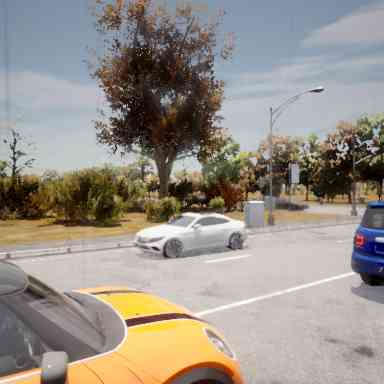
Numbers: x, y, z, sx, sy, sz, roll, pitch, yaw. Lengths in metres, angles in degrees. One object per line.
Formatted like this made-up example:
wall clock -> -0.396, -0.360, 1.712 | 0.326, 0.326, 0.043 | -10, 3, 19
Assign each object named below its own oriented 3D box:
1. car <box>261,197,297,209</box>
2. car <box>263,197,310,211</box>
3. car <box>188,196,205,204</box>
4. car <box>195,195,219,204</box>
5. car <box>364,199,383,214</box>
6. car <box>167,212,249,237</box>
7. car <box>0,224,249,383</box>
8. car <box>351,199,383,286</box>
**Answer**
car -> 12.109, 1.466, 46.622 | 1.882, 1.535, 5.008 | 0, 0, -33
car -> 11.694, 1.541, 40.750 | 2.033, 1.411, 5.357 | 0, 0, -32
car -> 0.968, 1.543, 57.396 | 1.895, 1.301, 4.718 | 0, 0, -34
car -> 2.670, 1.407, 61.138 | 1.882, 1.535, 5.008 | 0, 0, -34
car -> 20.657, 1.486, 34.087 | 2.128, 1.511, 4.902 | 0, 0, -39
car -> 0.122, 1.524, 12.661 | 4.674, 1.442, 1.812 | 0, 0, -35
car -> -1.735, 1.352, 2.508 | 4.553, 1.767, 2.097 | 0, 0, -35
car -> 6.170, 1.220, 8.151 | 5.566, 2.045, 2.150 | 0, 0, -35
